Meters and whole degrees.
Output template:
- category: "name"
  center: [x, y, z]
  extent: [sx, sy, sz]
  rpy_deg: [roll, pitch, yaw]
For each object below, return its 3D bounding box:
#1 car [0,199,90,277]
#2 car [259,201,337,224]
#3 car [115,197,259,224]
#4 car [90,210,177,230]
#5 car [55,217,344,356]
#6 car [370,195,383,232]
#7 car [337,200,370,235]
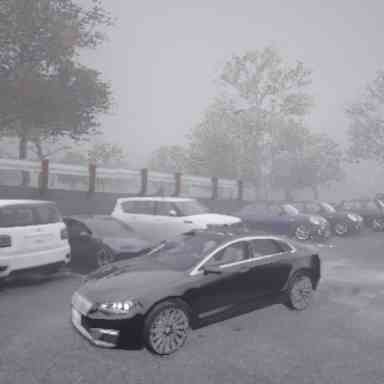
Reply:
- category: "car"
  center: [-5.653, 1.233, 9.024]
  extent: [5.566, 2.045, 2.435]
  rpy_deg: [-1, 0, 34]
- category: "car"
  center: [4.197, 1.289, 16.028]
  extent: [4.553, 1.767, 2.185]
  rpy_deg: [-1, -1, 35]
- category: "car"
  center: [-0.679, 1.197, 12.497]
  extent: [5.566, 2.045, 2.435]
  rpy_deg: [-1, -1, 35]
- category: "car"
  center: [-3.137, 1.496, 10.739]
  extent: [4.792, 1.488, 2.163]
  rpy_deg: [-1, -1, 35]
- category: "car"
  center: [0.370, 1.470, 6.095]
  extent: [4.902, 1.511, 2.128]
  rpy_deg: [0, 0, -35]
- category: "car"
  center: [9.170, 1.253, 19.500]
  extent: [4.553, 1.767, 2.185]
  rpy_deg: [-1, 0, 34]
- category: "car"
  center: [6.660, 1.271, 17.788]
  extent: [4.553, 1.767, 2.185]
  rpy_deg: [-1, -1, 35]
